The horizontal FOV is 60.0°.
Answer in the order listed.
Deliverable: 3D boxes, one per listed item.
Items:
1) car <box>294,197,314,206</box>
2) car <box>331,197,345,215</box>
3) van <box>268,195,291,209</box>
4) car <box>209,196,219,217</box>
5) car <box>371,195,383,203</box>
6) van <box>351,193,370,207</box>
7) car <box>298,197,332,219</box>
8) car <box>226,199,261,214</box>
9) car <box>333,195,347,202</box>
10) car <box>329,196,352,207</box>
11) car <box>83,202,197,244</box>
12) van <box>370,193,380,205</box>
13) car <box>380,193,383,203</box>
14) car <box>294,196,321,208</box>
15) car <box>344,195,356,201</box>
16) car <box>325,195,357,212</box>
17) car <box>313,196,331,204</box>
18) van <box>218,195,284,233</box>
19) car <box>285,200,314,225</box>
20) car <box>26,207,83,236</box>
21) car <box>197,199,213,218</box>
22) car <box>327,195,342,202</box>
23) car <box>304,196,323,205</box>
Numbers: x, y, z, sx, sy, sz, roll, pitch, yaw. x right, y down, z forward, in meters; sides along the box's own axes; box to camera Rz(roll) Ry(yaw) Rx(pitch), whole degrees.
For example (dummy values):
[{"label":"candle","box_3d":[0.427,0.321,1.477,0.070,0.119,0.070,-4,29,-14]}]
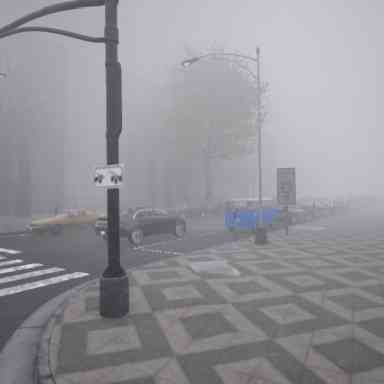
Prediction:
[{"label":"car","box_3d":[18.021,1.492,53.340,1.947,1.339,4.313,-1,0,36]},{"label":"car","box_3d":[12.861,1.409,31.579,1.802,1.307,4.206,-1,0,36]},{"label":"van","box_3d":[11.839,1.293,44.756,1.690,1.788,3.998,-1,0,36]},{"label":"car","box_3d":[2.570,1.307,31.878,2.192,1.841,5.009,-1,0,36]},{"label":"car","box_3d":[34.996,1.304,62.334,1.947,1.339,4.313,-1,-1,36]},{"label":"van","box_3d":[22.344,1.128,44.761,1.690,1.788,3.998,-1,0,36]},{"label":"car","box_3d":[9.698,1.386,27.185,1.887,1.381,4.507,-1,0,36]},{"label":"car","box_3d":[5.662,1.529,36.170,2.008,1.369,4.403,-1,0,36]},{"label":"car","box_3d":[33.148,1.416,74.357,1.887,1.381,4.507,-1,-1,36]},{"label":"car","box_3d":[21.785,1.376,48.710,2.033,1.411,5.357,-1,-1,36]},{"label":"car","box_3d":[-2.186,1.429,15.408,2.128,1.511,4.902,-1,-1,36]},{"label":"van","box_3d":[28.669,1.103,53.549,1.690,1.788,3.998,-1,-1,36]},{"label":"car","box_3d":[31.933,1.275,58.078,1.752,1.417,4.829,-1,-1,36]},{"label":"car","box_3d":[15.943,1.387,45.730,2.128,1.511,4.902,-1,-1,36]},{"label":"car","box_3d":[39.509,1.401,83.195,2.008,1.369,4.403,-1,-1,36]},{"label":"car","box_3d":[16.023,1.363,35.973,2.008,1.369,4.403,-1,0,36]},{"label":"car","box_3d":[24.200,1.454,61.926,2.008,1.369,4.403,-1,-1,36]},{"label":"van","box_3d":[3.371,1.213,18.400,1.690,1.788,3.998,-1,0,36]},{"label":"car","box_3d":[6.536,1.422,22.792,1.947,1.339,4.313,-1,0,36]},{"label":"car","box_3d":[-6.802,1.564,18.862,1.752,1.417,4.829,-1,0,36]},{"label":"car","box_3d":[-0.517,1.552,27.584,1.887,1.381,4.507,-1,0,36]},{"label":"car","box_3d":[29.967,1.433,69.938,2.008,1.369,4.403,-1,-1,36]},{"label":"car","box_3d":[21.011,1.440,57.495,1.752,1.417,4.829,-1,-1,36]}]
